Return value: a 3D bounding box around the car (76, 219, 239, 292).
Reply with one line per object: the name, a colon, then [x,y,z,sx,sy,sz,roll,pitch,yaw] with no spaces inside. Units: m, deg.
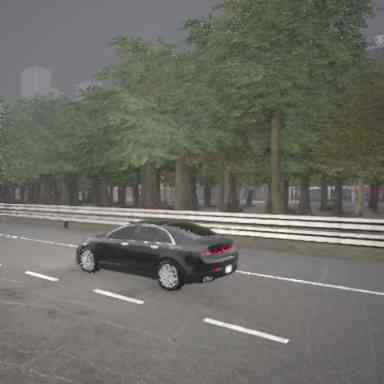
car: [-1.138,1.507,8.982,4.892,1.490,1.837,0,0,36]
